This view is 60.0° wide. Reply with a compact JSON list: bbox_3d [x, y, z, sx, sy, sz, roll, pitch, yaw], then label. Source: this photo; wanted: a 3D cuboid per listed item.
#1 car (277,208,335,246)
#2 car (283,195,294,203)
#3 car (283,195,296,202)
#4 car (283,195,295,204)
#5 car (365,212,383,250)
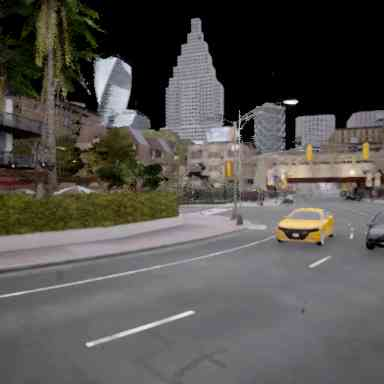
[{"bbox_3d":[5.558,1.518,15.875,1.882,1.535,5.008,0,0,31],"label":"car"},{"bbox_3d":[21.336,1.503,73.279,2.185,1.767,4.553,0,0,17],"label":"car"},{"bbox_3d":[24.578,1.649,83.555,2.231,1.521,4.892,0,0,27],"label":"car"},{"bbox_3d":[19.557,1.616,67.103,2.097,1.535,5.008,0,0,17],"label":"car"},{"bbox_3d":[8.534,1.554,14.037,2.033,1.411,5.357,0,0,31],"label":"car"}]
